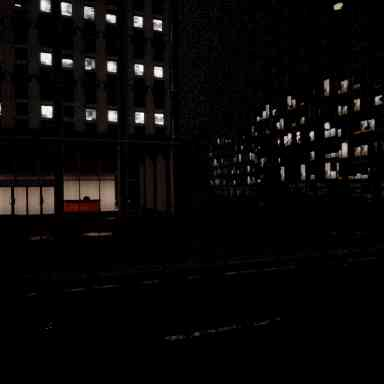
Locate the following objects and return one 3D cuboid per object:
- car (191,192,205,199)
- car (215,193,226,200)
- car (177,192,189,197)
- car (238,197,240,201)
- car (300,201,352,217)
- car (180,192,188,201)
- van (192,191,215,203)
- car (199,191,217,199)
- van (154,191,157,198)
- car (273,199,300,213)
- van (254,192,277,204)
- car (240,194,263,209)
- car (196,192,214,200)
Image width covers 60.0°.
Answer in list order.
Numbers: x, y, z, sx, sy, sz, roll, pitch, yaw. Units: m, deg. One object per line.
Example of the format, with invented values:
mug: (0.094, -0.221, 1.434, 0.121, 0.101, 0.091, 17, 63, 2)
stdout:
car: (1.525, 0.706, 80.236, 1.967, 1.590, 4.097, 0, 1, -21)
car: (5.625, 0.954, 69.636, 1.802, 1.307, 4.206, 0, 1, -21)
car: (-2.572, 0.711, 90.840, 2.008, 1.369, 4.403, 0, 1, -21)
car: (9.723, 1.060, 59.032, 1.802, 1.307, 4.206, 0, 1, -21)
car: (12.031, 1.435, 29.459, 1.947, 1.339, 4.313, 0, 1, -21)
car: (-2.192, 1.056, 66.615, 2.008, 1.369, 4.403, 0, 1, -21)
van: (1.906, 0.952, 56.010, 1.690, 1.788, 3.998, 0, 1, -21)
car: (3.574, 0.634, 74.934, 2.192, 1.841, 5.009, 0, 1, -21)
van: (-8.340, 0.687, 82.517, 1.690, 1.788, 3.998, 0, 1, -21)
car: (9.998, 1.400, 34.769, 1.802, 1.307, 4.206, 0, 1, -21)
van: (11.771, 0.871, 53.728, 1.690, 1.788, 3.998, 0, 1, -21)
car: (8.003, 1.332, 40.091, 1.947, 1.339, 4.313, 0, 1, -21)
car: (2.756, 0.880, 69.852, 1.882, 1.535, 5.008, -1, 1, -21)
